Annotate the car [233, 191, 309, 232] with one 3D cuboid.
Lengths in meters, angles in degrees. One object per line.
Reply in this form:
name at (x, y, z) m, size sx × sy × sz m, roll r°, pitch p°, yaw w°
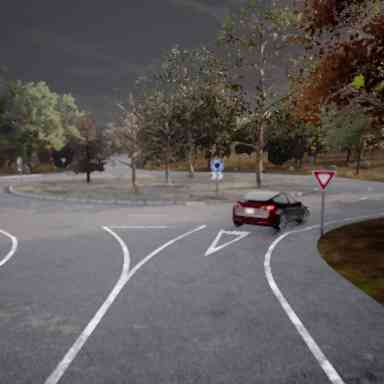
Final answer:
car at (3.498, 0.712, 14.444) m, size 2.163 × 1.488 × 4.792 m, roll 4°, pitch 3°, yaw 34°
